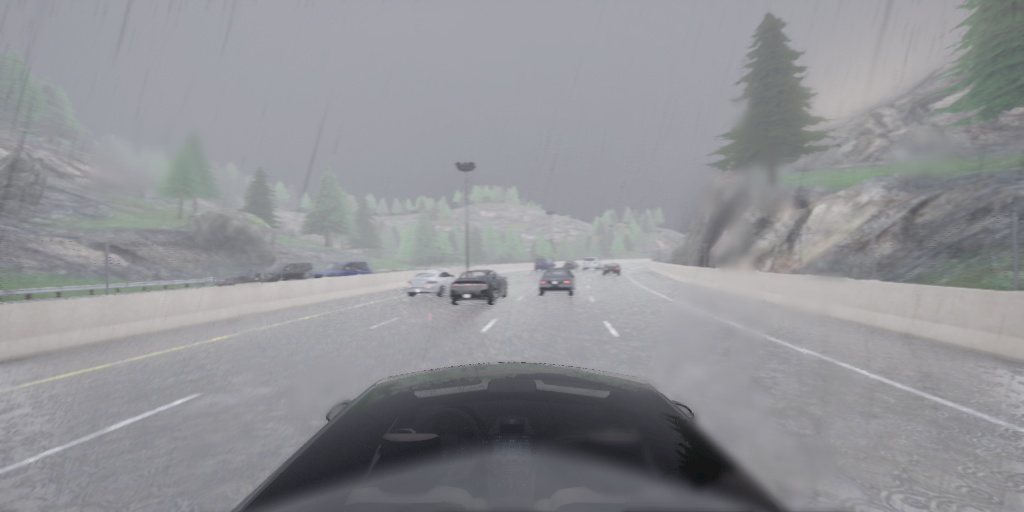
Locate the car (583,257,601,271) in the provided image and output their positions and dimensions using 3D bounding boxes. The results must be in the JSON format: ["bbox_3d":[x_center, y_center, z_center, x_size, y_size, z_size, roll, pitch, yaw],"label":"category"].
[{"bbox_3d":[12.258,1.169,54.642,2.150,2.045,5.566,-2,-1,22],"label":"car"}]

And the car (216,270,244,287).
[{"bbox_3d":[-23.606,1.961,32.151,2.128,1.511,4.902,-1,0,13],"label":"car"}]

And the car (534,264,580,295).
[{"bbox_3d":[2.687,1.401,20.599,2.033,1.411,5.357,-1,0,12],"label":"car"}]

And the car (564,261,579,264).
[{"bbox_3d":[9.341,1.525,56.379,1.837,1.490,4.892,-2,-1,22],"label":"car"}]

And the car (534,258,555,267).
[{"bbox_3d":[5.128,1.317,55.543,2.150,2.045,5.566,-2,-1,22],"label":"car"}]

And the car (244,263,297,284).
[{"bbox_3d":[-20.110,1.619,31.880,2.150,2.045,5.566,-1,0,13],"label":"car"}]

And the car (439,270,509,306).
[{"bbox_3d":[-1.396,1.395,16.777,2.128,1.511,4.902,-1,0,10],"label":"car"}]

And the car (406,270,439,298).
[{"bbox_3d":[-4.363,1.517,20.449,1.812,1.442,4.674,-1,0,10],"label":"car"}]

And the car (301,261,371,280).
[{"bbox_3d":[-13.624,1.465,28.795,2.150,2.045,5.566,-1,0,12],"label":"car"}]

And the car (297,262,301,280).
[{"bbox_3d":[-16.302,1.552,32.869,2.150,2.045,5.566,-1,0,13],"label":"car"}]

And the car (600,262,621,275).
[{"bbox_3d":[11.529,1.451,41.287,1.895,1.301,4.718,-1,0,18],"label":"car"}]
